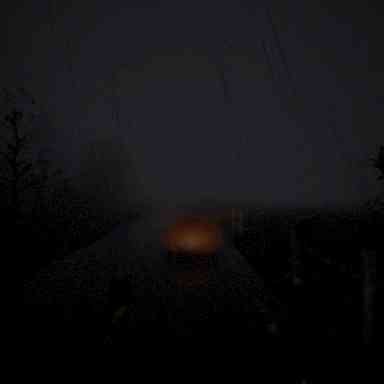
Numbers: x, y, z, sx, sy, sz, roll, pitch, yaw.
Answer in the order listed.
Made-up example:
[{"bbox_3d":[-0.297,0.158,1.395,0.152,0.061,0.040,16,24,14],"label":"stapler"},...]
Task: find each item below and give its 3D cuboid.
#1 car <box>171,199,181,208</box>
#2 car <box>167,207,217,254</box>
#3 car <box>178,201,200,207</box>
[{"bbox_3d":[-2.761,2.065,60.546,1.837,1.490,4.892,0,-1,0],"label":"car"},{"bbox_3d":[0.033,1.622,14.254,1.882,1.535,5.008,0,0,1],"label":"car"},{"bbox_3d":[0.026,1.790,28.497,1.837,1.490,4.892,0,0,1],"label":"car"}]
